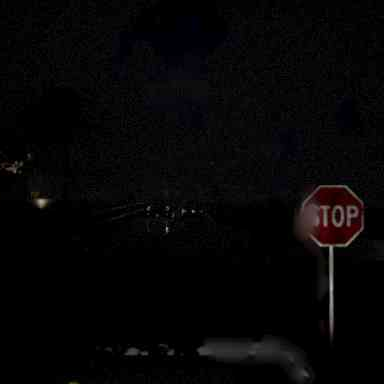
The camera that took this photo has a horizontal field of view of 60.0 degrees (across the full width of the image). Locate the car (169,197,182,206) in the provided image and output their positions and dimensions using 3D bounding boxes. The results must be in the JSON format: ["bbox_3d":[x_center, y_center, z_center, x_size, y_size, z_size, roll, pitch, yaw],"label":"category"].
[{"bbox_3d":[-2.888,1.714,60.192,2.033,1.411,5.357,0,0,0],"label":"car"}]

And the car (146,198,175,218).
[{"bbox_3d":[-2.892,1.398,30.057,2.097,1.767,4.553,0,0,0],"label":"car"}]

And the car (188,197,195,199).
[{"bbox_3d":[-0.087,1.674,60.695,1.837,1.490,4.892,0,0,0],"label":"car"}]

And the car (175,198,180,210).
[{"bbox_3d":[-2.907,1.583,43.470,2.128,1.511,4.902,0,0,0],"label":"car"}]

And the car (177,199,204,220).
[{"bbox_3d":[0.062,1.589,28.711,2.033,1.411,5.357,0,0,0],"label":"car"}]
